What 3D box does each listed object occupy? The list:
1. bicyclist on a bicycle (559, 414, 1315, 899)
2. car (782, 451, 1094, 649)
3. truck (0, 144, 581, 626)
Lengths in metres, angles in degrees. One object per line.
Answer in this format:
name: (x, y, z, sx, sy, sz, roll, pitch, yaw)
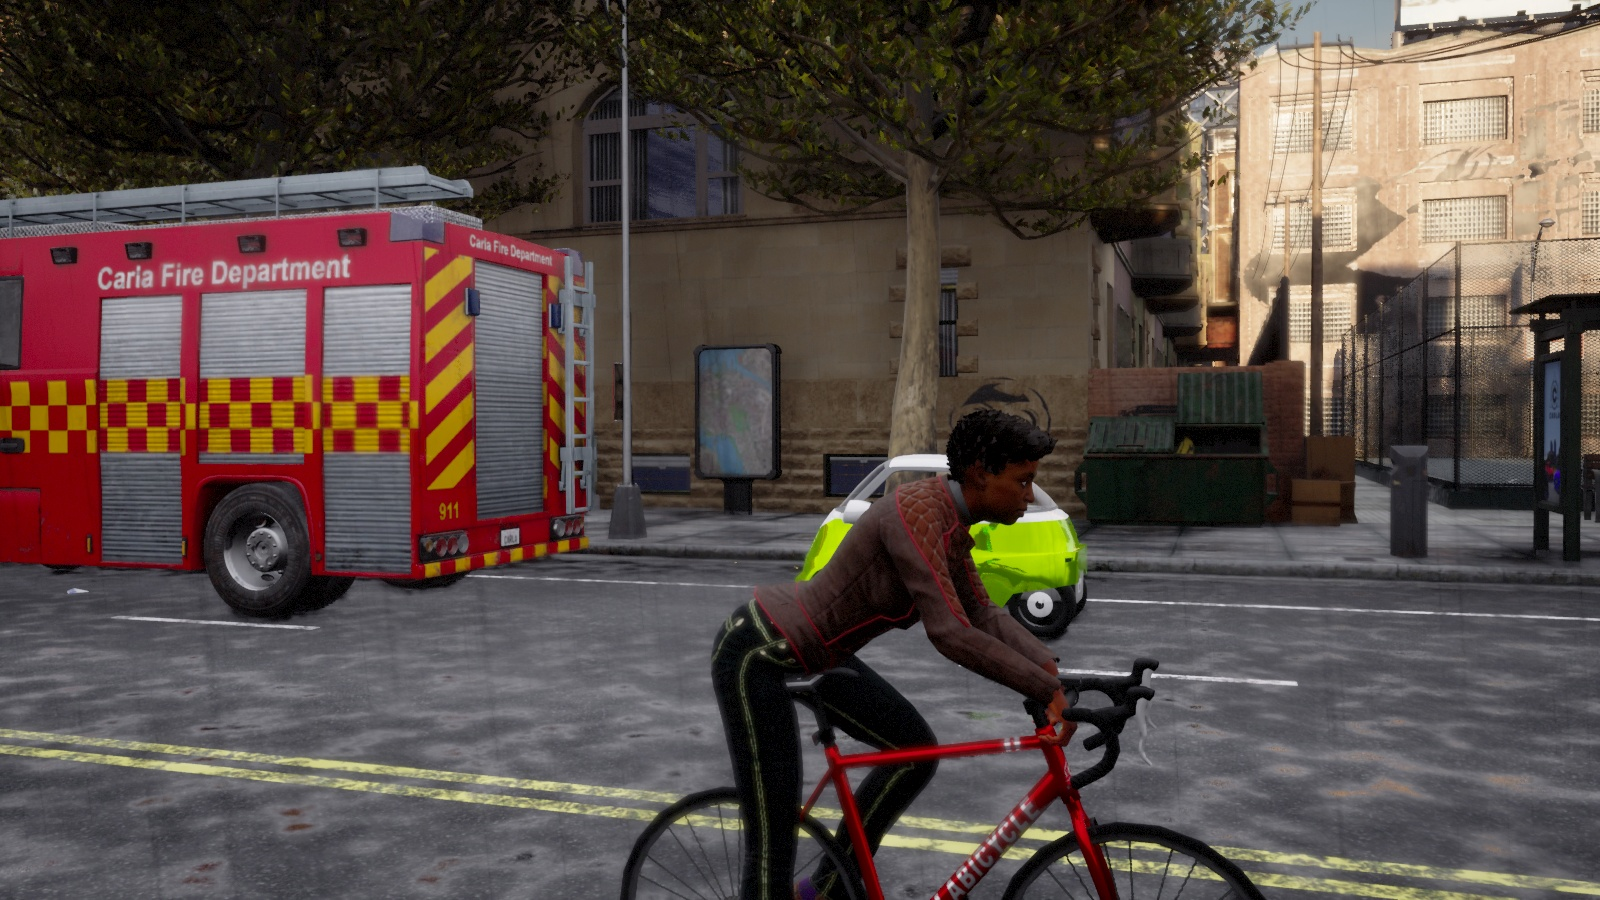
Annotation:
bicyclist on a bicycle: (0.305, 0.732, 3.021, 1.656, 1.620, 0.582, 1, 1, 17)
car: (1.153, 0.723, 10.141, 2.207, 1.376, 1.481, 1, 1, 19)
truck: (-6.695, -0.566, 12.681, 8.468, 3.827, 2.891, 1, 1, 19)
